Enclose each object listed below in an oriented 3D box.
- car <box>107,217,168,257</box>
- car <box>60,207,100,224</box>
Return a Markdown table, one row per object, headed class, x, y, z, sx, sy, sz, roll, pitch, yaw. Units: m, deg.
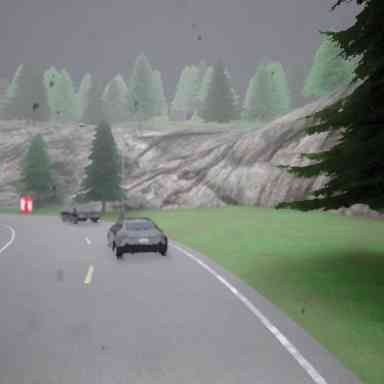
| class | x | y | z | sx | sy | sz | roll | pitch | yaw |
| --- | --- | --- | --- | --- | --- | --- | --- | --- | --- |
| car | -2.344 | 1.708 | 13.746 | 1.994 | 1.385 | 4.181 | 0 | -1 | -18 |
| car | -9.288 | 1.889 | 27.333 | 1.895 | 1.301 | 4.718 | 0 | -1 | -38 |
